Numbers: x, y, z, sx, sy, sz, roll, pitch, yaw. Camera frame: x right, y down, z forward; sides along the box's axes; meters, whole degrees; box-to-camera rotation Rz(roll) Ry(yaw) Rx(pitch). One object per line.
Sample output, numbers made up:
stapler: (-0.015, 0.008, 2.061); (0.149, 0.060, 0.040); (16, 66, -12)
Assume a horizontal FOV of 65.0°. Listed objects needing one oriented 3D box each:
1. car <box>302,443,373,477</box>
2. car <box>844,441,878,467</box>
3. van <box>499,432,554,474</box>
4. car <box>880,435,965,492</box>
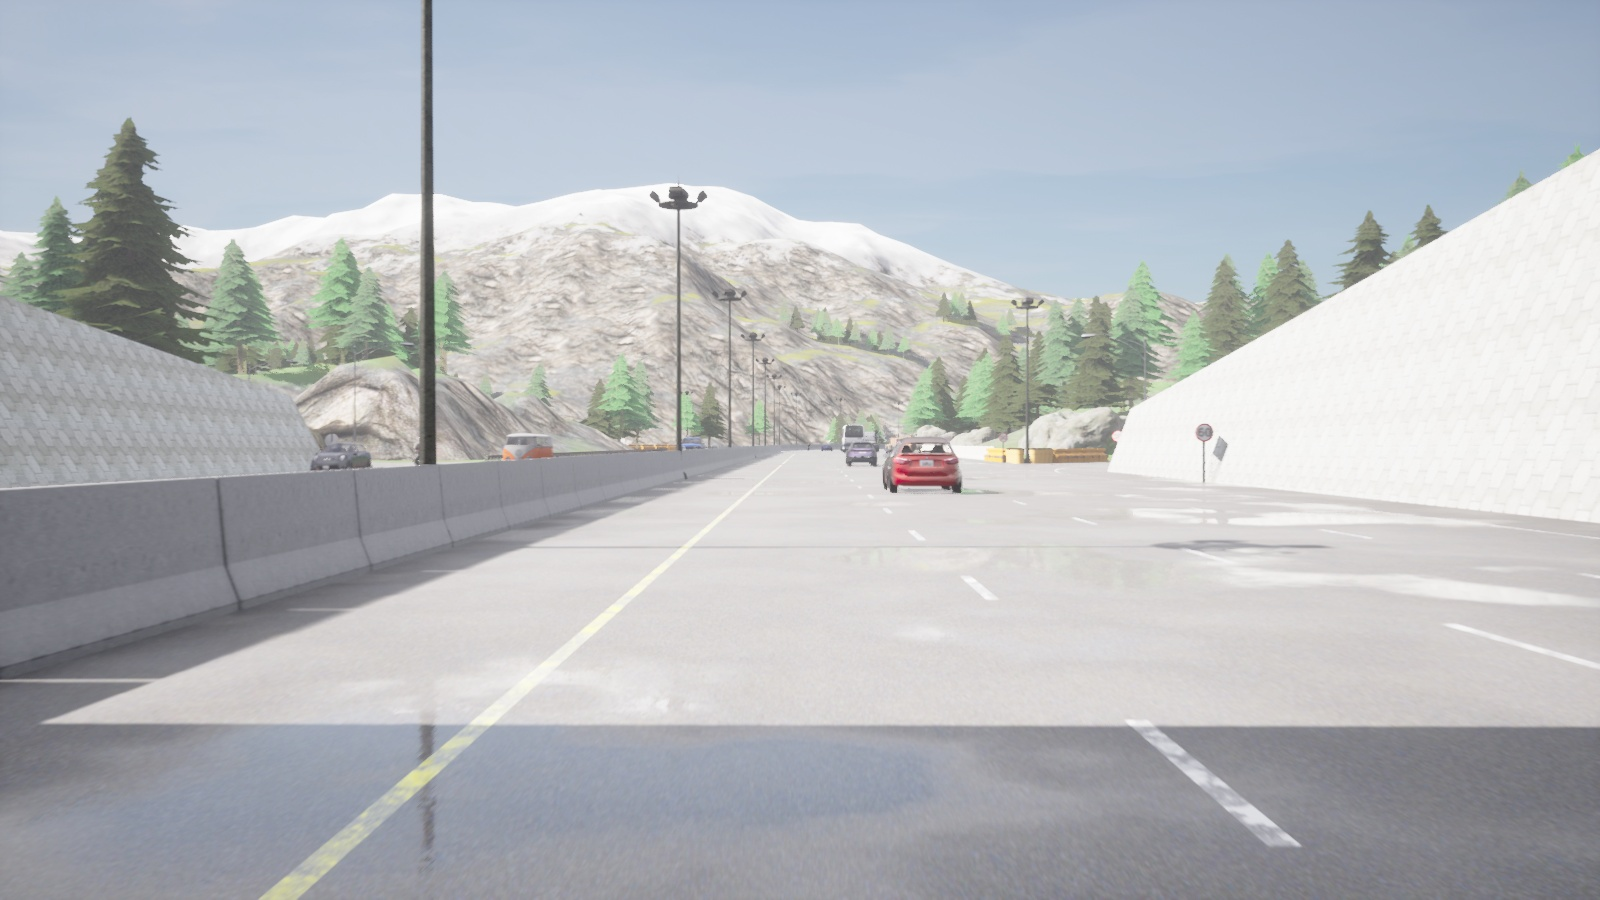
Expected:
car: (-20.665, 0.427, 56.244); (1.845, 1.501, 3.633); (0, 0, 0)
car: (3.984, 0.216, 82.315); (2.033, 1.649, 4.856); (0, 0, 0)
van: (-13.628, 0.135, 62.791); (1.775, 1.987, 4.442); (0, 0, 0)
car: (3.738, 0.373, 39.114); (2.242, 1.667, 4.611); (0, 0, 0)
